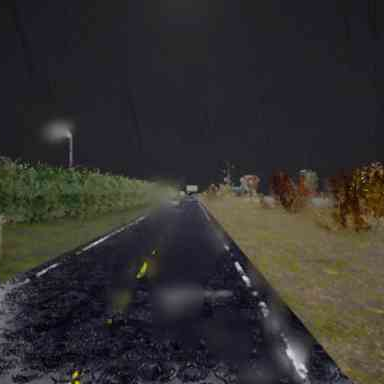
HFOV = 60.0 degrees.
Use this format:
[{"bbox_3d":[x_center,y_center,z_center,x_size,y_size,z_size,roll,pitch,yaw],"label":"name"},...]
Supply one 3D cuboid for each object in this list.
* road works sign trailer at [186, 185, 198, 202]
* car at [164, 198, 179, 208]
[{"bbox_3d":[0.013,0.315,69.792,2.380,3.560,2.880,0,0,0],"label":"road works sign trailer"},{"bbox_3d":[-2.831,1.479,46.155,1.895,1.301,4.718,0,0,0],"label":"car"}]
